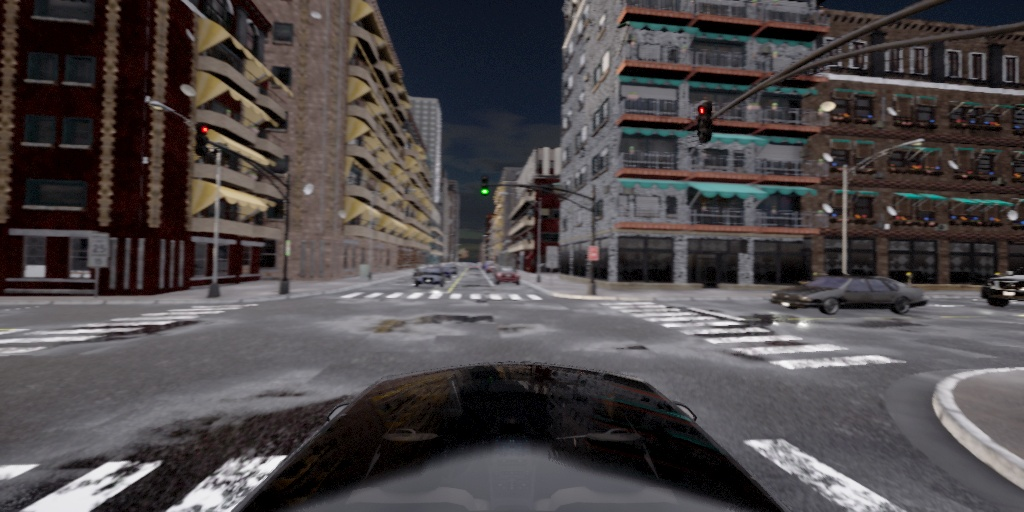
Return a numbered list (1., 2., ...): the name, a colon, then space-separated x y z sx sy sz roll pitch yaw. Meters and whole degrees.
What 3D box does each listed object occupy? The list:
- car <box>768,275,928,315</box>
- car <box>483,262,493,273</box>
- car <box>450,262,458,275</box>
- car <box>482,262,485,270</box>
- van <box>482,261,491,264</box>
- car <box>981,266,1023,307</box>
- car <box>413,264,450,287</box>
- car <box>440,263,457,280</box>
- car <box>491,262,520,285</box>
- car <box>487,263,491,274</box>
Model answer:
1. car: 13.293 1.504 14.256 5.357 1.411 2.033 0 -1 -6
2. car: -2.825 1.962 52.074 1.802 1.307 4.207 0 0 -6
3. car: -8.010 1.749 46.308 1.994 1.385 4.181 1 -1 -6
4. car: -3.406 2.026 57.577 1.802 1.307 4.207 0 0 -6
5. van: -3.986 1.850 63.080 1.690 1.789 3.998 0 0 -6
6. car: 23.723 1.256 15.404 5.566 2.045 2.150 0 -1 -6
7. car: -5.927 1.521 26.474 1.994 1.385 4.181 1 -1 -6
8. car: -6.964 1.671 36.313 1.895 1.301 4.718 1 -1 -6
9. car: -0.503 1.567 30.060 1.967 1.591 4.097 0 0 -6
10. car: -1.083 1.740 35.563 2.007 1.370 4.403 0 0 -6
